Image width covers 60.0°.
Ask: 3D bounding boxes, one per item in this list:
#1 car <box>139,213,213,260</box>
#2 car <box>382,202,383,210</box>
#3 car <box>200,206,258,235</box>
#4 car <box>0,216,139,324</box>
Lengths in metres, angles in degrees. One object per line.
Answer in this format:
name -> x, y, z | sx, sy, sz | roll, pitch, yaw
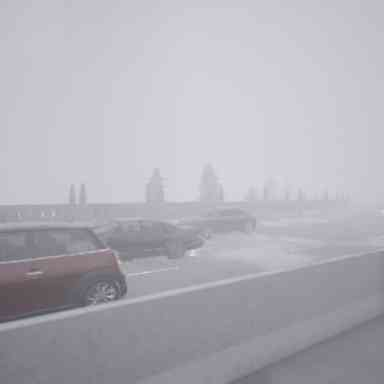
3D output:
car -> -2.112, 1.572, 11.085 | 5.357, 1.411, 2.033 | 0, 0, -35
car -> 29.053, 1.914, 48.884 | 1.837, 1.490, 4.892 | 0, 0, 28
car -> 1.435, 1.567, 17.988 | 4.892, 1.490, 1.837 | 0, 0, -36
car -> -3.518, 1.355, 5.795 | 4.553, 1.767, 2.097 | 0, 0, -36
